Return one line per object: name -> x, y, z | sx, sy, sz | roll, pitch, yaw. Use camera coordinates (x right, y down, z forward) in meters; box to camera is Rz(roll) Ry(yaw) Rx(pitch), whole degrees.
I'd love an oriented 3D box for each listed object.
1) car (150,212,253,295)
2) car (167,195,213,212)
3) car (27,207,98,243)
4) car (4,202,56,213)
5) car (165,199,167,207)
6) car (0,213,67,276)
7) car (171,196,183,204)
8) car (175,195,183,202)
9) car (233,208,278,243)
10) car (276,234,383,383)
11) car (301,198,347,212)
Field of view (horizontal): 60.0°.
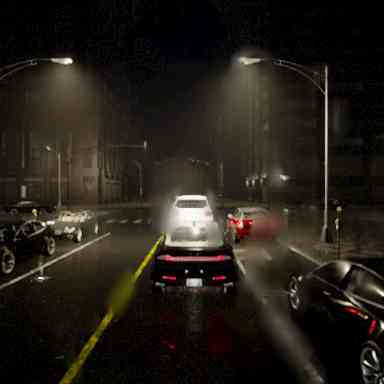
car -> 0.059, 1.496, 8.730 | 2.128, 1.511, 4.902 | 0, 0, 0
car -> -0.008, 1.232, 18.652 | 2.150, 2.045, 5.566 | 0, 0, 0
car -> -5.773, 1.560, 15.991 | 2.008, 1.369, 4.403 | 0, 0, 0
car -> -16.429, 1.669, 34.077 | 4.718, 1.301, 1.895 | 0, 0, 0
car -> -3.075, 1.399, 52.288 | 2.097, 1.767, 4.553 | 0, 0, -1
car -> -5.768, 1.571, 10.355 | 1.947, 1.339, 4.313 | 0, 0, 0
car -> -3.082, 1.564, 68.412 | 2.128, 1.511, 4.902 | 0, 0, 0
car -> -3.131, 1.596, 80.236 | 1.837, 1.490, 4.892 | 0, 0, 0
car -> 2.752, 1.449, 15.999 | 1.967, 1.590, 4.097 | 0, 0, 0
car -> 2.761, 1.568, 4.727 | 1.947, 1.339, 4.313 | 0, 0, 0
car -> 14.862, 1.481, 37.618 | 4.892, 1.490, 1.837 | 0, 0, 0
